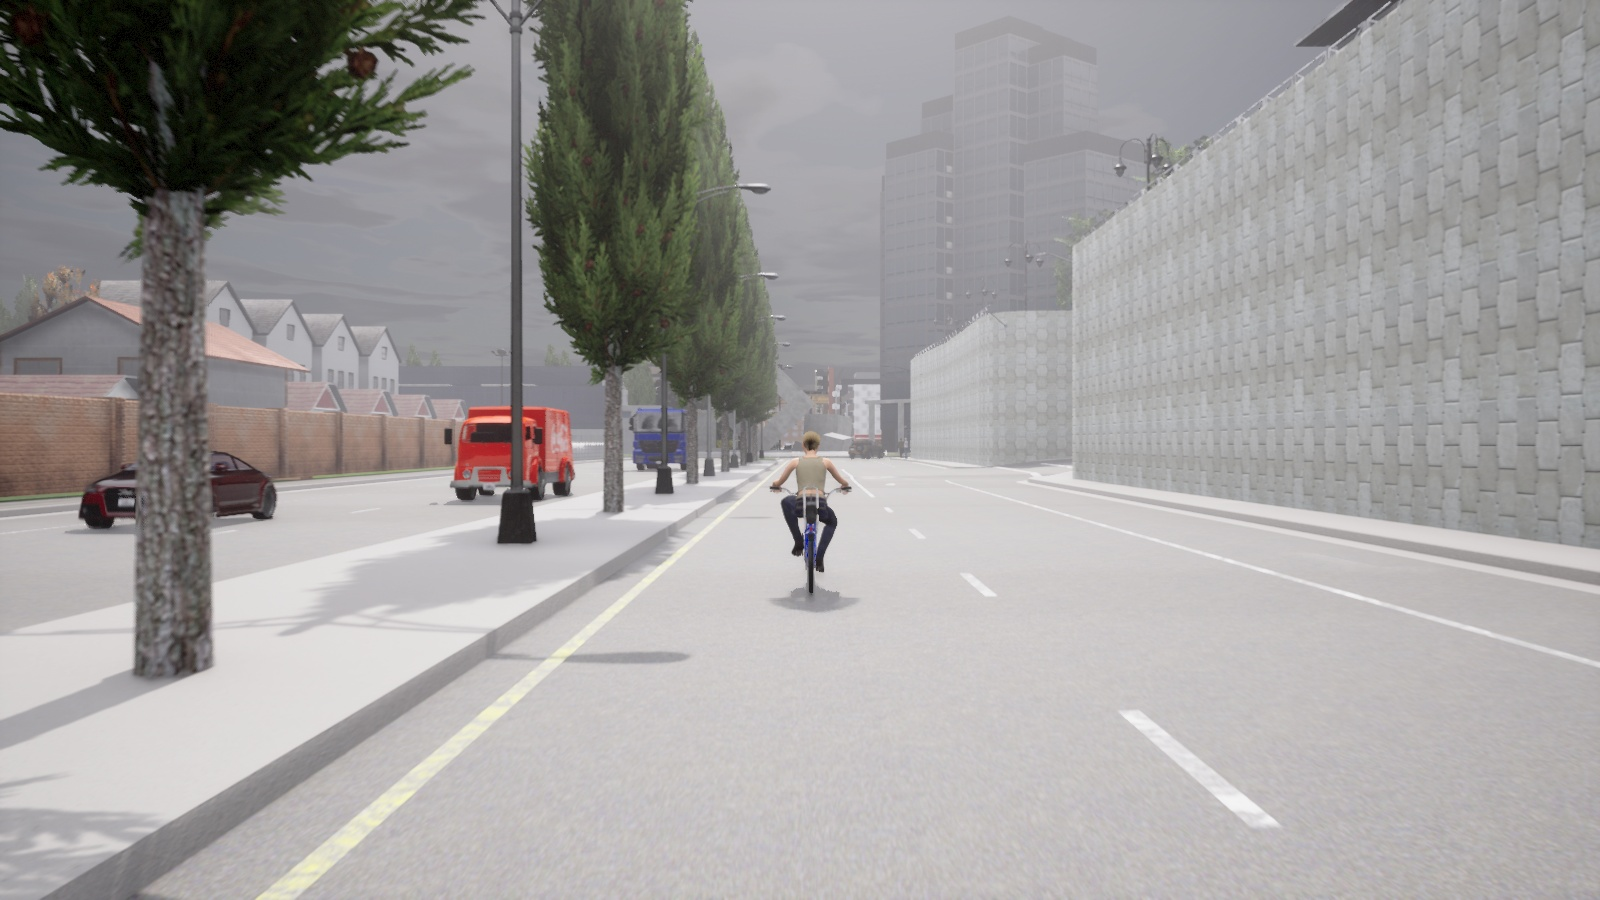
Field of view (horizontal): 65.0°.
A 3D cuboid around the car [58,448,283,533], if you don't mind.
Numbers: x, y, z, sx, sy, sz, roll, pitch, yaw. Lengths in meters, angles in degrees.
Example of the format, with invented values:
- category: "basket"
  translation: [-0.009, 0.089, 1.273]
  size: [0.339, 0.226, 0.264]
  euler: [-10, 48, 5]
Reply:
- category: "car"
  translation: [-11.328, 0.671, 22.971]
  size: [1.994, 1.385, 4.181]
  euler: [0, 0, 0]

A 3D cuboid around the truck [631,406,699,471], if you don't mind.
- category: "truck"
  translation: [-7.500, -0.641, 70.705]
  size: [2.891, 3.462, 7.936]
  euler: [0, 0, 0]

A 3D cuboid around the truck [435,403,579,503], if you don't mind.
- category: "truck"
  translation: [-7.753, 0.062, 33.831]
  size: [2.627, 2.467, 5.204]
  euler: [0, 0, 0]

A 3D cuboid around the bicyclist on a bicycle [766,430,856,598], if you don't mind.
- category: "bicyclist on a bicycle"
  translation: [0.108, 0.611, 12.833]
  size: [0.866, 1.612, 1.509]
  euler: [0, 0, 0]
